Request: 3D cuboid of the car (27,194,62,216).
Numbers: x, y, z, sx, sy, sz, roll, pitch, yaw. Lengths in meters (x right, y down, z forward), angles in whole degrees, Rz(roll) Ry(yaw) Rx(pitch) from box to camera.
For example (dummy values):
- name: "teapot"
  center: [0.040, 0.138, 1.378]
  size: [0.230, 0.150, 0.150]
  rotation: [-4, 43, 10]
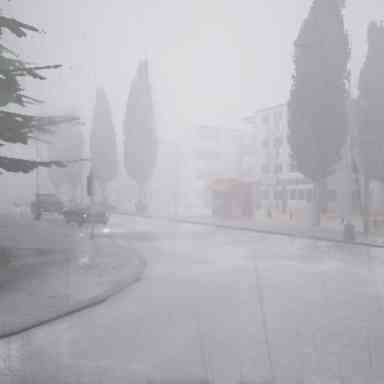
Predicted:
- name: "car"
  center: [-14.387, 1.193, 32.905]
  size: [2.150, 2.045, 5.566]
  rotation: [0, 0, -35]

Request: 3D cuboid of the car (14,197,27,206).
- name: "car"
  center: [-23.163, 1.430, 45.389]
  size: [1.812, 1.442, 4.674]
  rotation: [0, 0, -35]

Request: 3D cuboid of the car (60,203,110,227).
- name: "car"
  center: [-7.380, 1.571, 23.070]
  size: [1.895, 1.301, 4.718]
  rotation: [0, 0, -36]
